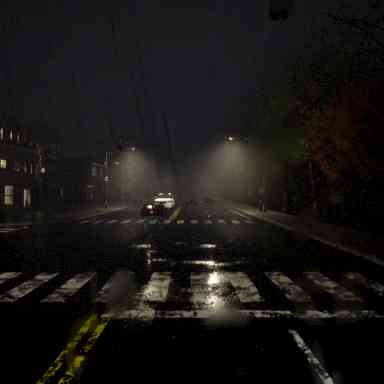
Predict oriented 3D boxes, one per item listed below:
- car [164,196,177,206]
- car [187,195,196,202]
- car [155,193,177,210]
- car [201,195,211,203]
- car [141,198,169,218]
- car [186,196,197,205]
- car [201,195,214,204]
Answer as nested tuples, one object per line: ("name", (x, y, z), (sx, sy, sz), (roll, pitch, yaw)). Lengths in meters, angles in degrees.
("car", (-3.450, 1.486, 53.431), (1.837, 1.490, 4.892), (0, 0, 0))
("car", (-0.160, 1.510, 74.673), (2.033, 1.411, 5.357), (0, 0, 0))
("car", (-3.434, 1.208, 42.508), (2.150, 2.045, 5.566), (0, 0, 0))
("car", (3.080, 1.494, 73.237), (2.128, 1.511, 4.902), (0, 0, 0))
("car", (-3.414, 1.555, 30.099), (1.994, 1.385, 4.181), (0, 0, 0))
("car", (-0.039, 1.578, 59.555), (1.895, 1.301, 4.718), (0, 0, 0))
("car", (3.205, 1.577, 63.231), (1.895, 1.301, 4.718), (0, 0, 0))
